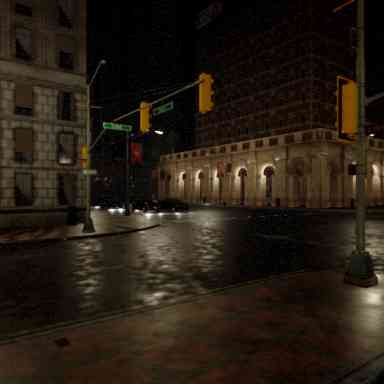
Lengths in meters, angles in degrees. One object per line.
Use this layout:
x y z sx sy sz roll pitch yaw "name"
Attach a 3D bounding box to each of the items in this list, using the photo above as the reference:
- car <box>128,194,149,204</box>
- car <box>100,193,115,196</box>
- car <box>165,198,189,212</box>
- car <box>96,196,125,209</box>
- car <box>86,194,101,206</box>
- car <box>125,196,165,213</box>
-9.982 1.350 62.357 2.097 1.767 4.553 0 0 -35 "car"
-14.117 1.220 56.016 2.150 2.045 5.566 0 0 -35 "car"
-2.273 1.476 39.231 1.882 1.535 5.008 0 0 -36 "car"
-11.124 1.563 45.597 1.994 1.385 4.181 0 0 -35 "car"
-16.990 1.476 53.987 1.882 1.535 5.008 0 0 -35 "car"
-5.318 1.503 37.467 1.837 1.490 4.892 0 0 -36 "car"
